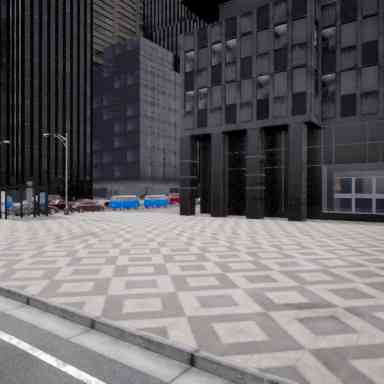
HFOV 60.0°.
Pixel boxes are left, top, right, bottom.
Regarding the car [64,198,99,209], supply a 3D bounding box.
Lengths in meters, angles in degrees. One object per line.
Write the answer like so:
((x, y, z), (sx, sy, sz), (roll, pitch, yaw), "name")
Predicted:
((-14.962, 1.548, 45.142), (1.802, 1.307, 4.206), (0, 0, 35), "car")

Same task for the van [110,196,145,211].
((-8.017, 1.332, 40.197), (1.690, 1.788, 3.998), (0, 0, 35), "van")

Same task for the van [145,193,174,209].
((-4.723, 1.330, 44.821), (1.690, 1.788, 3.998), (0, 0, 35), "van")

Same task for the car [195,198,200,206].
((1.864, 1.569, 54.069), (1.802, 1.307, 4.206), (0, 0, 35), "car")

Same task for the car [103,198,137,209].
((-10.184, 1.573, 47.250), (1.895, 1.301, 4.718), (0, 0, 36), "car")

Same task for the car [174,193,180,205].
((-3.596, 1.192, 56.402), (2.150, 2.045, 5.566), (0, 0, 36), "car")

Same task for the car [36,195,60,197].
((-18.256, 1.285, 40.517), (2.192, 1.841, 5.009), (0, 0, 35), "car")

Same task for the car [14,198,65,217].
((-14.606, 1.549, 30.948), (2.008, 1.369, 4.403), (0, 0, 35), "car")

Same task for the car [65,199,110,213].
((-11.312, 1.576, 35.573), (1.802, 1.307, 4.206), (0, 0, 35), "car")
